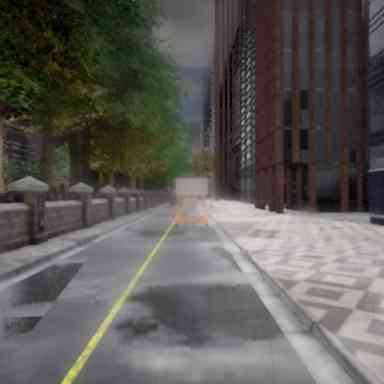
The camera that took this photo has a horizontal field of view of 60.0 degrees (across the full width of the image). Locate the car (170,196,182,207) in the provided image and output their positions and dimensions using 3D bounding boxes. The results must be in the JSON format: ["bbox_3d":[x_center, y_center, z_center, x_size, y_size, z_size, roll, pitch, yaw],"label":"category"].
[{"bbox_3d":[-3.043,1.829,65.287,2.150,2.045,5.566,0,-1,0],"label":"car"}]

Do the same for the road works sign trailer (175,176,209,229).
[{"bbox_3d":[-0.010,0.696,23.352,2.380,3.560,2.880,0,-1,0],"label":"road works sign trailer"}]
